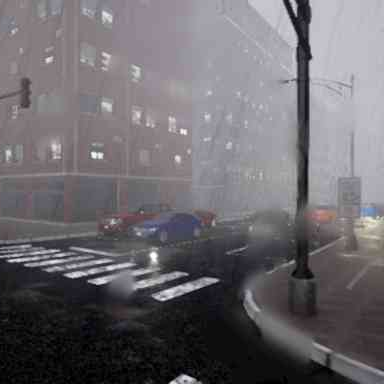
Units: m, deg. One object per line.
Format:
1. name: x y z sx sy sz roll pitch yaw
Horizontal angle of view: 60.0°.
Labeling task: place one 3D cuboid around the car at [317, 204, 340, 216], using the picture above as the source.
1. car: 19.041 2.433 46.328 1.837 1.490 4.892 0 -1 35

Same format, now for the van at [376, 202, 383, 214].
1. van: 30.078 2.475 52.142 1.690 1.788 3.998 -1 -2 35

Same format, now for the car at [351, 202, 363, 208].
1. car: 39.700 3.161 80.147 1.887 1.381 4.507 -1 -2 35

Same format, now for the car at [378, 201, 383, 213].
1. car: 33.371 2.553 56.789 2.192 1.841 5.009 -1 -2 35

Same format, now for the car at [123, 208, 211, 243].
1. car: -1.179 1.805 18.003 1.812 1.442 4.674 0 -1 37

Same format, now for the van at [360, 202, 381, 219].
1. van: 20.198 2.165 38.202 1.690 1.788 3.998 -1 -2 35

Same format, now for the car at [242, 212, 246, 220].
1. car: 6.667 2.105 33.544 1.752 1.417 4.829 -1 -2 35

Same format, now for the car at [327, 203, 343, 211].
1. car: 26.526 2.747 61.561 1.887 1.381 4.507 -1 -2 35

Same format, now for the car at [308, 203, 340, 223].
1. car: 12.719 1.997 32.045 2.097 1.767 4.553 0 -1 35

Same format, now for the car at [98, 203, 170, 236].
1. car: -3.116 1.589 19.747 2.192 1.841 5.009 -1 -2 35

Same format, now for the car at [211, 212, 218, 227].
1. car: 0.177 1.922 24.388 1.887 1.381 4.507 -1 -2 35

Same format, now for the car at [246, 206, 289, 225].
1. car: 6.894 2.132 29.359 1.895 1.301 4.718 0 -1 35

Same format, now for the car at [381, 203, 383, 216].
1. car: 23.491 2.478 42.844 2.008 1.369 4.403 -1 -2 35
